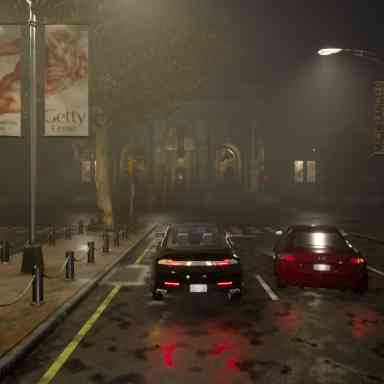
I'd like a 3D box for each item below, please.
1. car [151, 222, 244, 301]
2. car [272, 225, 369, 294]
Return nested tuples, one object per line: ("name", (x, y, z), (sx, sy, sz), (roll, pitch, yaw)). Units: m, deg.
("car", (0.078, 1.492, 8.322), (2.128, 1.511, 4.902), (0, 0, -1))
("car", (3.250, 1.564, 8.974), (1.994, 1.385, 4.181), (0, 0, 14))
